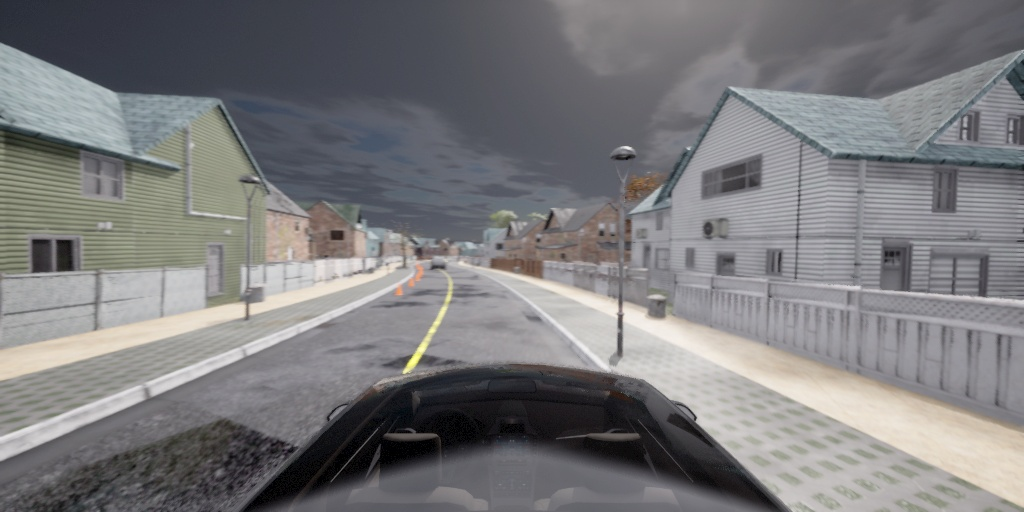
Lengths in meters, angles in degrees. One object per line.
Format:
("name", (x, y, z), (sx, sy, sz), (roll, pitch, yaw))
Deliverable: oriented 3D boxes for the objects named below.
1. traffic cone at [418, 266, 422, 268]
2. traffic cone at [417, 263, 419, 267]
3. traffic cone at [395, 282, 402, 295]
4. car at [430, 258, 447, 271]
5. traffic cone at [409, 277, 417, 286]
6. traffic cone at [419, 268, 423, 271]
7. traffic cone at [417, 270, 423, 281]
("traffic cone", (-9.352, 1.550, 37.155), (0.340, 0.580, 0.340), (0, 0, -14))
("traffic cone", (-11.943, 1.515, 46.691), (0.340, 0.580, 0.340), (0, 0, -17))
("traffic cone", (-5.587, 1.608, 17.760), (0.340, 0.580, 0.340), (0, 0, -8))
("car", (-9.519, 1.062, 46.083), (1.882, 1.535, 5.008), (1, 0, -16))
("traffic cone", (-6.349, 1.595, 22.642), (0.340, 0.580, 0.340), (0, 0, -10))
("traffic cone", (-8.233, 1.566, 32.342), (0.340, 0.580, 0.340), (0, 0, -12))
("traffic cone", (-7.231, 1.581, 27.504), (0.340, 0.580, 0.340), (0, 0, -11))
